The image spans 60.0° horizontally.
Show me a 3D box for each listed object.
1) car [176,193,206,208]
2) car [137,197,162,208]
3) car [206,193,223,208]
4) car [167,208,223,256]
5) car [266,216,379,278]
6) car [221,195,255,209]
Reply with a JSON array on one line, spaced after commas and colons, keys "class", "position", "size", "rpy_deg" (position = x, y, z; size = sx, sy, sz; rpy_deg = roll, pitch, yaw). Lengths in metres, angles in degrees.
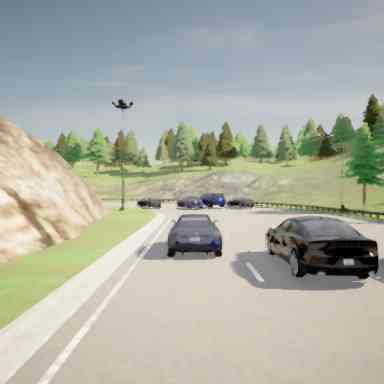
[{"class": "car", "position": [-0.434, 1.275, 42.973], "size": [2.097, 1.767, 4.553], "rpy_deg": [0, 0, -25]}, {"class": "car", "position": [-5.896, 1.411, 45.198], "size": [2.128, 1.511, 4.902], "rpy_deg": [1, 0, -34]}, {"class": "car", "position": [2.385, 1.141, 45.643], "size": [2.150, 2.045, 5.566], "rpy_deg": [1, 0, -30]}, {"class": "car", "position": [0.099, 1.540, 13.071], "size": [1.994, 1.385, 4.181], "rpy_deg": [0, 0, 0]}, {"class": "car", "position": [3.600, 1.460, 10.115], "size": [1.882, 1.535, 5.008], "rpy_deg": [0, 0, 0]}, {"class": "car", "position": [6.464, 1.412, 44.810], "size": [2.128, 1.511, 4.902], "rpy_deg": [0, 0, -25]}]
